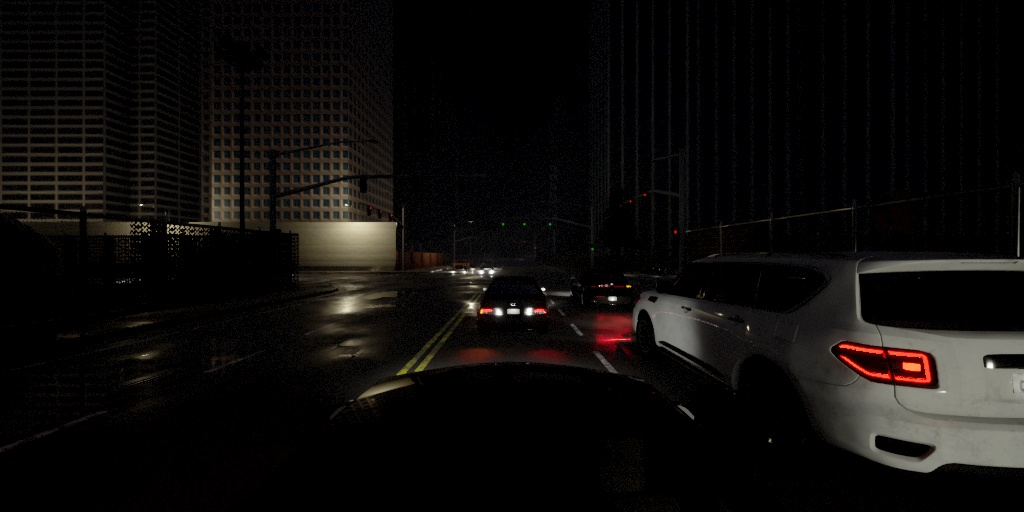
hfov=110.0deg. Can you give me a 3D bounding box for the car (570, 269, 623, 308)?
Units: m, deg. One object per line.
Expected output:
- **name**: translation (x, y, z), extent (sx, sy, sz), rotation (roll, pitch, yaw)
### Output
- **car**: translation (3.635, 1.255, 15.029), extent (1.837, 1.490, 4.892), rotation (0, 0, 2)

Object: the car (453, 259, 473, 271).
- **car**: translation (-7.107, 1.228, 50.423), extent (1.882, 1.535, 5.008), rotation (0, 0, 0)

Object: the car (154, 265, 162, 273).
- **car**: translation (-39.244, 1.242, 36.986), extent (5.357, 1.411, 2.033), rotation (0, 0, 0)

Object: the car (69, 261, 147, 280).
- **car**: translation (-33.897, 1.199, 29.782), extent (4.892, 1.490, 1.837), rotation (0, 0, 0)

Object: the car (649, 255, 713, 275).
- **car**: translation (17.304, 0.917, 36.878), extent (5.566, 2.045, 2.150), rotation (0, 0, 0)

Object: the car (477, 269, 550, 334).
- **car**: translation (0.054, 1.297, 10.598), extent (2.033, 1.411, 5.357), rotation (0, 0, 1)

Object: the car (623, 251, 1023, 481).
- **car**: translation (3.601, 0.971, 5.160), extent (2.150, 2.045, 5.566), rotation (0, 0, 0)

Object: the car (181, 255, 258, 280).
- **car**: translation (-24.088, 0.916, 29.759), extent (5.566, 2.045, 2.150), rotation (0, 0, 0)

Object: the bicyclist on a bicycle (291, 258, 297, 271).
- **bicyclist on a bicycle**: translation (-25.582, 0.995, 41.744), extent (0.582, 1.620, 1.656), rotation (0, 0, 0)

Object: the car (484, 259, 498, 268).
- **car**: translation (-3.584, 1.241, 62.027), extent (2.128, 1.511, 4.902), rotation (0, 0, 0)

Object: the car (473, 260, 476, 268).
- **car**: translation (-7.091, 1.276, 59.762), extent (1.812, 1.442, 4.674), rotation (0, 0, 0)

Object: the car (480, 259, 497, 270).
- **car**: translation (-3.605, 1.351, 52.964), extent (1.895, 1.301, 4.718), rotation (0, 0, 0)
